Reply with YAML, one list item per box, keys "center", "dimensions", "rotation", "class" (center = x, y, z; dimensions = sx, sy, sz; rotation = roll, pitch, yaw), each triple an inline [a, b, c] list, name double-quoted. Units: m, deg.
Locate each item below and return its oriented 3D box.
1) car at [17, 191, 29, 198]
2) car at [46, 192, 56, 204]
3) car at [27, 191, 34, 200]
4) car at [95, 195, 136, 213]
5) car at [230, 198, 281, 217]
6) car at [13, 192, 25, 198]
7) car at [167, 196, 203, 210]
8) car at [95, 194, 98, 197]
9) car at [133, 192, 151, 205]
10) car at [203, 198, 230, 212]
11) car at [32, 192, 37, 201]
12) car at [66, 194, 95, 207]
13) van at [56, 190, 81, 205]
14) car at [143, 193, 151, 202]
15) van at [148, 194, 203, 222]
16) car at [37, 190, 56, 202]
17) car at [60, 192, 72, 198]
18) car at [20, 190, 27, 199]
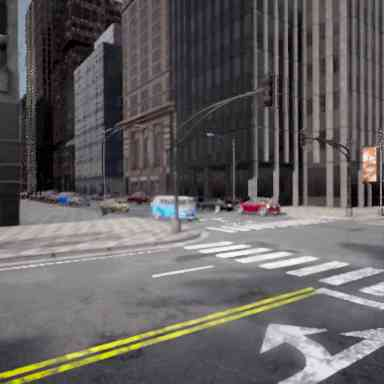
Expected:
- center: [-40.304, 0.668, 79.127]
  dimensions: [1.967, 1.590, 4.097]
  rotation: [0, 1, -35]
  class: "car"
- center: [-20.791, 1.096, 51.597]
  dimensions: [1.887, 1.381, 4.507]
  rotation: [0, 1, -35]
  class: "car"
- center: [-30.547, 0.958, 65.362]
  dimensions: [1.947, 1.339, 4.313]
  rotation: [0, 1, -35]
  class: "car"
- center: [-7.683, 1.284, 33.104]
  dimensions: [1.752, 1.417, 4.829]
  rotation: [0, 1, -35]
  class: "car"
- center: [5.679, 1.214, 28.995]
  dimensions: [1.967, 1.590, 4.097]
  rotation: [0, 1, -35]
  class: "car"
- center: [-43.557, 0.716, 83.717]
  dimensions: [1.887, 1.381, 4.507]
  rotation: [0, 1, -35]
  class: "car"
- center: [-0.827, 1.224, 38.173]
  dimensions: [2.008, 1.369, 4.403]
  rotation: [0, 1, -35]
  class: "car"
- center: [-17.089, 0.980, 61.117]
  dimensions: [1.947, 1.339, 4.313]
  rotation: [0, 1, -35]
  class: "car"
- center: [-7.330, 0.886, 47.349]
  dimensions: [2.192, 1.841, 5.009]
  rotation: [0, 1, -35]
  class: "car"
- center: [2.426, 1.289, 33.584]
  dimensions: [1.947, 1.339, 4.313]
  rotation: [0, 1, -35]
  class: "car"
- center: [-27.295, 1.011, 60.774]
  dimensions: [1.947, 1.339, 4.313]
  rotation: [0, 1, -35]
  class: "car"
- center: [-14.286, 1.237, 42.420]
  dimensions: [1.802, 1.307, 4.206]
  rotation: [0, 1, -35]
  class: "car"
- center: [-17.537, 0.945, 47.007]
  dimensions: [1.690, 1.788, 3.998]
  rotation: [0, 1, -35]
  class: "van"
- center: [-4.079, 1.167, 42.762]
  dimensions: [1.887, 1.381, 4.507]
  rotation: [0, 1, -35]
  class: "car"
- center: [-1.276, 1.199, 24.064]
  dimensions: [1.690, 1.788, 3.998]
  rotation: [0, 1, -35]
  class: "van"
- center: [-24.041, 0.814, 56.184]
  dimensions: [2.192, 1.841, 5.009]
  rotation: [0, 1, -35]
  class: "car"
- center: [-30.099, 0.781, 79.472]
  dimensions: [1.802, 1.307, 4.206]
  rotation: [0, 1, -35]
  class: "car"
- center: [-37.052, 0.828, 74.540]
  dimensions: [1.887, 1.381, 4.507]
  rotation: [0, 1, -35]
  class: "car"
